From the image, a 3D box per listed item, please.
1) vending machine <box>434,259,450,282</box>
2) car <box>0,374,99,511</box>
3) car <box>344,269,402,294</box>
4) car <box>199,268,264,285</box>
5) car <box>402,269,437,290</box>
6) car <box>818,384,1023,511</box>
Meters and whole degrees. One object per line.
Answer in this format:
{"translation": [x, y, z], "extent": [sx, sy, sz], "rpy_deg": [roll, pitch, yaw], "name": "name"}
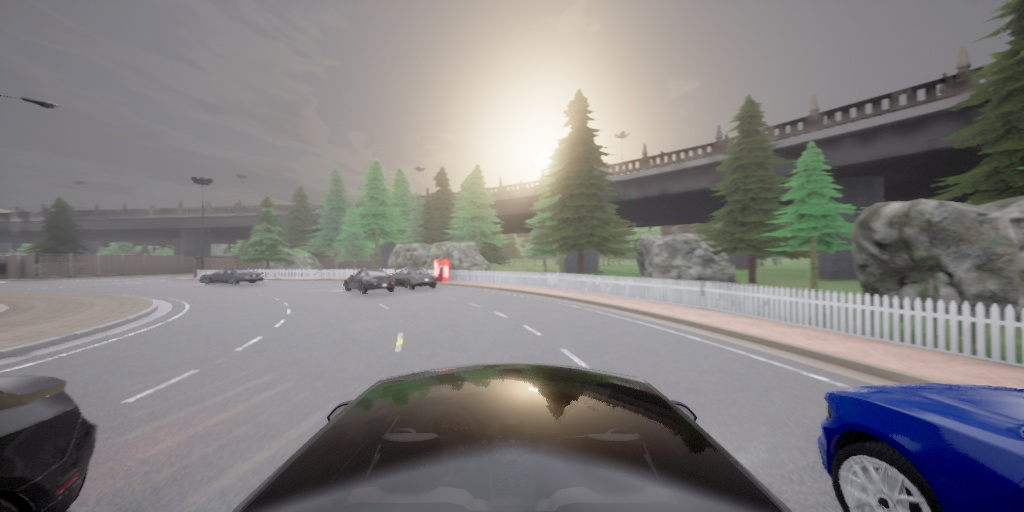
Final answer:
{"translation": [-5.864, 1.245, 30.155], "extent": [0.880, 2.100, 1.100], "rpy_deg": [0, 0, 41], "name": "vending machine"}
{"translation": [-3.890, 1.284, 0.465], "extent": [1.837, 1.490, 4.892], "rpy_deg": [0, 0, 0], "name": "car"}
{"translation": [-8.928, 1.541, 22.465], "extent": [1.812, 1.442, 4.674], "rpy_deg": [0, -1, -42], "name": "car"}
{"translation": [-24.513, 1.797, 31.335], "extent": [5.357, 1.411, 2.033], "rpy_deg": [-1, -1, 14], "name": "car"}
{"translation": [-7.138, 1.587, 25.484], "extent": [1.994, 1.385, 4.181], "rpy_deg": [0, -1, -45], "name": "car"}
{"translation": [3.352, 1.185, 0.761], "extent": [1.882, 1.535, 5.008], "rpy_deg": [0, -1, 0], "name": "car"}
